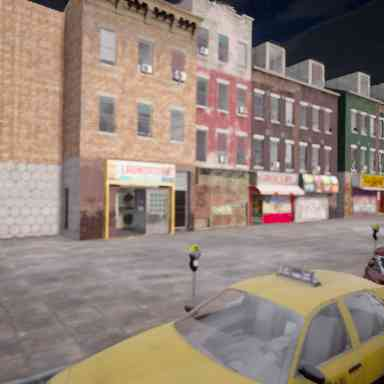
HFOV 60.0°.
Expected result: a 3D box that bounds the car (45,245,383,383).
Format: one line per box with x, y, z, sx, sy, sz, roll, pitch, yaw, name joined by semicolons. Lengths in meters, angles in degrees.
0.924;1.517;3.444;4.829;1.417;1.752;0;1;-35;car
